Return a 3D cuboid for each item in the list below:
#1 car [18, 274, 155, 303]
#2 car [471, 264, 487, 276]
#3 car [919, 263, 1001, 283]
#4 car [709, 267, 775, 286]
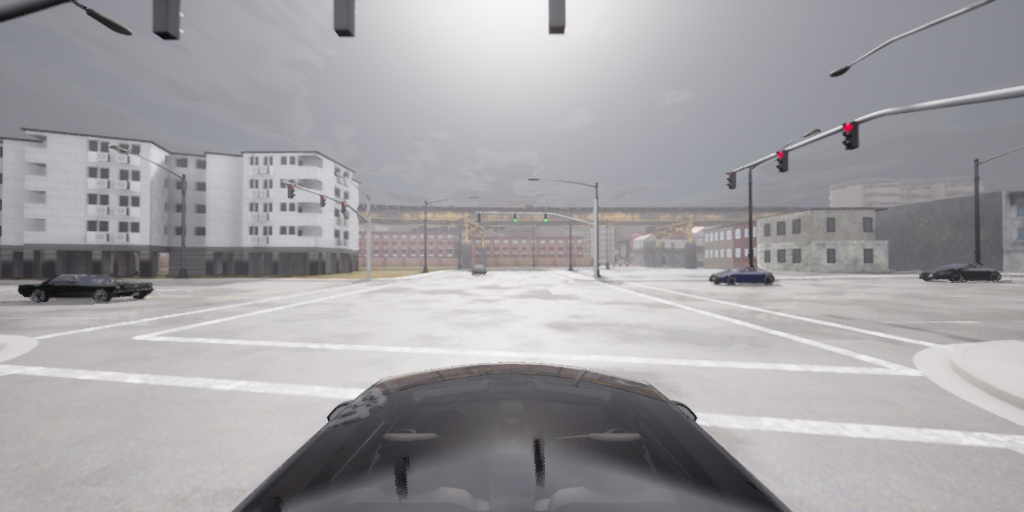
[{"bbox_3d":[-20.362,1.533,17.330,4.718,1.301,1.895,0,-1,1],"label":"car"},{"bbox_3d":[-4.394,1.806,47.112,1.882,1.535,5.008,0,0,-6],"label":"car"},{"bbox_3d":[32.825,1.226,26.361,4.181,1.385,1.994,-1,-1,1],"label":"car"},{"bbox_3d":[17.021,1.479,26.672,4.181,1.385,1.994,-1,-1,1],"label":"car"}]
